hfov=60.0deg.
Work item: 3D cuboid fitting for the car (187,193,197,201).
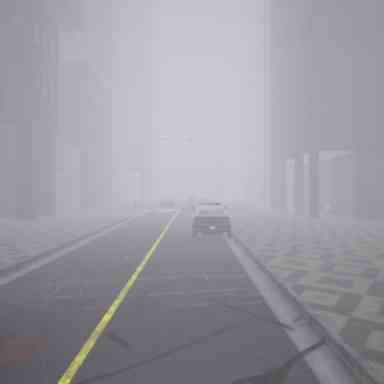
[{"bbox_3d":[0.013,1.036,68.628,1.882,1.535,5.008,0,0,0],"label":"car"}]

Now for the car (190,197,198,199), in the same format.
[{"bbox_3d":[0.906,1.386,27.035,1.812,1.442,4.674,0,0,0],"label":"car"}]

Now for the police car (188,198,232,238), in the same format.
[{"bbox_3d":[0.904,1.340,17.143,1.930,1.638,5.238,0,0,0],"label":"police car"}]

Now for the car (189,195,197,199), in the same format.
[{"bbox_3d":[0.907,1.330,33.036,1.837,1.490,4.892,0,0,0],"label":"car"}]

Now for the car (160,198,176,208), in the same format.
[{"bbox_3d":[-3.083,1.369,42.802,1.895,1.301,4.718,0,0,0],"label":"car"}]

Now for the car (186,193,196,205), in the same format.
[{"bbox_3d":[0.010,1.241,52.143,1.812,1.442,4.674,0,0,0],"label":"car"}]
